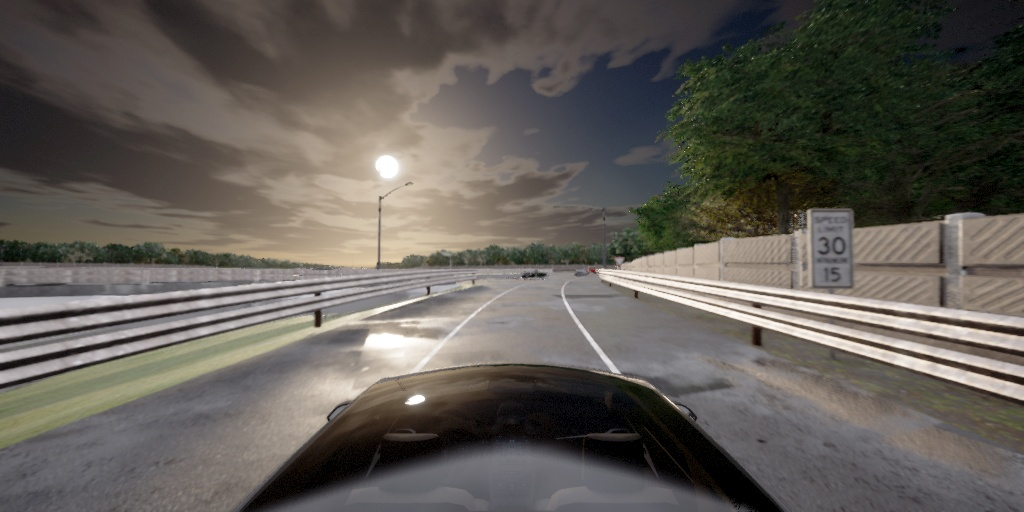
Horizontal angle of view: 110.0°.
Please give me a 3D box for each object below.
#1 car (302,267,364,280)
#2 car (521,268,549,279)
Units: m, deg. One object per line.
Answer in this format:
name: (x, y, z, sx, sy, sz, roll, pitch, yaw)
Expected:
car: (-14.672, 1.674, 29.847, 4.892, 1.490, 1.837, 2, -2, -41)
car: (3.270, 2.537, 49.936, 1.895, 1.301, 4.718, -1, -2, 35)
